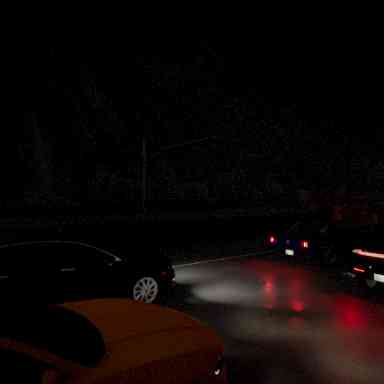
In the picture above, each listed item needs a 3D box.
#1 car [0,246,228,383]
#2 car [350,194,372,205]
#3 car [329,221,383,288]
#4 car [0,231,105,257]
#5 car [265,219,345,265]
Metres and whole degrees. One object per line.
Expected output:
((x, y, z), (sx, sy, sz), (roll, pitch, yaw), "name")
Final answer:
((-1.947, 1.477, 2.336), (5.008, 1.535, 1.882), (0, 0, -36), "car")
((27.601, 1.131, 54.795), (4.553, 1.767, 2.097), (0, 0, -36), "car")
((5.699, 1.482, 7.961), (4.902, 1.511, 2.128), (0, 0, -36), "car")
((-2.599, 1.504, 6.191), (4.892, 1.490, 1.837), (0, 0, -36), "car")
((4.839, 1.590, 11.666), (4.718, 1.301, 1.895), (0, 0, -36), "car")
